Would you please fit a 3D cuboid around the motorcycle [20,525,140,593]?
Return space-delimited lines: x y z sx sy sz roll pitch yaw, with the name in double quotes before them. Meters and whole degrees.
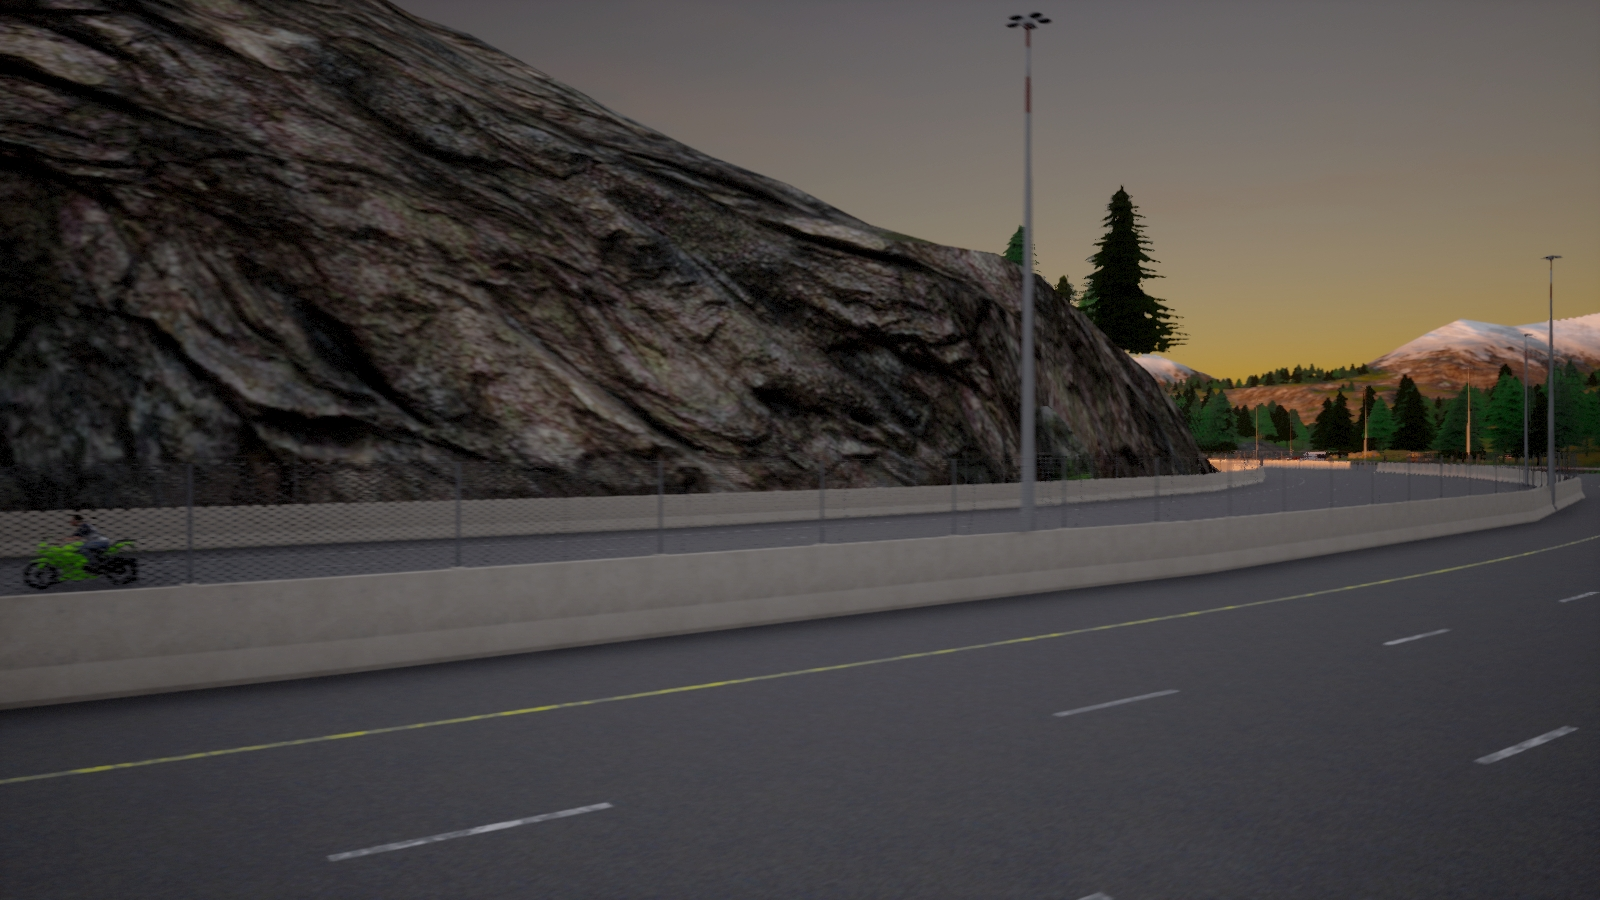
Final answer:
"motorcycle" -14.636 2.193 23.251 2.033 1.217 0.803 0 -1 -35
